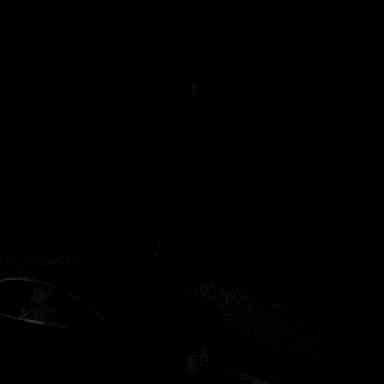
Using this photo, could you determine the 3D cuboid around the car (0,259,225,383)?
[{"bbox_3d":[-1.641,1.565,4.248,4.313,1.339,1.947,0,0,35],"label":"car"}]
